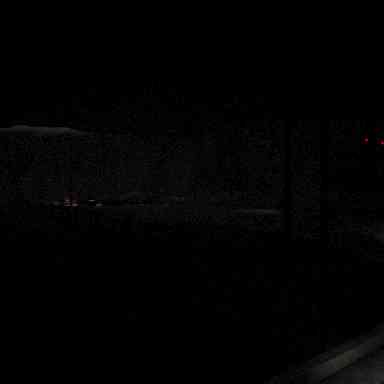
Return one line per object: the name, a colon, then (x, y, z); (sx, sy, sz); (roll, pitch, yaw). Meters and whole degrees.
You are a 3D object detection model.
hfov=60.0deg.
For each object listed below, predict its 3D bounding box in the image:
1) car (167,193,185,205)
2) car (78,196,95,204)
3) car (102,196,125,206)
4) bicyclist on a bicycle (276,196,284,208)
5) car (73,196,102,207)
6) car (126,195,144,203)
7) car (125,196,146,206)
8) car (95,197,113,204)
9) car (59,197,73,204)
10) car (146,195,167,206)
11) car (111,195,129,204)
car: (-3.448, 1.258, 58.235); (2.150, 2.045, 5.566); (0, 0, -35)
car: (-20.364, 1.549, 64.010); (1.812, 1.442, 4.674); (0, 0, -35)
car: (-12.949, 1.624, 53.494); (1.895, 1.301, 4.718); (0, 0, -35)
bicyclist on a bicycle: (11.592, 1.343, 43.733); (1.656, 1.620, 0.582); (0, 0, -35)
car: (-16.520, 1.510, 52.488); (2.128, 1.511, 4.902); (0, 0, -35)
car: (-12.057, 1.513, 70.310); (1.882, 1.535, 5.008); (0, 0, -35)
car: (-10.302, 1.575, 55.806); (2.033, 1.411, 5.357); (0, 0, -35)
car: (-17.447, 1.628, 65.806); (1.895, 1.301, 4.718); (0, 0, -35)
car: (-23.381, 1.619, 62.247); (1.895, 1.301, 4.718); (0, 0, -35)
car: (-6.807, 1.523, 56.933); (2.128, 1.511, 4.902); (0, 0, -35)
car: (-14.783, 1.509, 68.102); (1.882, 1.535, 5.008); (0, 0, -35)
